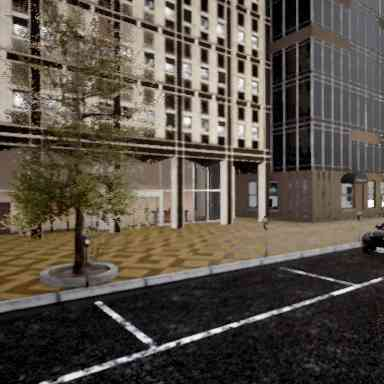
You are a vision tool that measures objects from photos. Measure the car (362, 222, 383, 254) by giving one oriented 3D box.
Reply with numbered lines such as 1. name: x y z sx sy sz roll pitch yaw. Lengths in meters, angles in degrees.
1. car: 8.070 1.566 12.328 4.313 1.339 1.947 0 0 -36
